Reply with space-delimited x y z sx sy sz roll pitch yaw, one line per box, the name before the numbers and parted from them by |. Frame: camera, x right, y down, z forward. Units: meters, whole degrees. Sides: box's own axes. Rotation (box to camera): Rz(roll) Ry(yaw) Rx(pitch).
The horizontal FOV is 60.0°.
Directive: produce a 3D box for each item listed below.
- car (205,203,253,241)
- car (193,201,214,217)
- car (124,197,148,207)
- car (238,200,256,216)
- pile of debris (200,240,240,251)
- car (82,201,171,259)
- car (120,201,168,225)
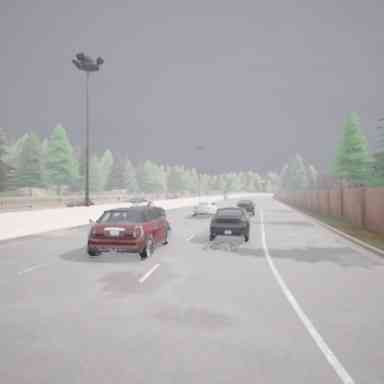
car | 2.017 1.529 16.967 1.837 1.490 4.892 0 0 10
car | 1.296 1.559 31.330 1.812 1.442 4.674 0 0 11
car | -8.753 1.554 52.571 2.033 1.411 5.357 0 0 12
car | 5.559 1.561 34.646 1.837 1.490 4.892 0 0 12
pile of debris | 1.218 2.193 13.756 1.500 0.140 1.860 0 0 10
car | -2.210 1.353 12.875 2.097 1.767 4.553 0 0 8
car | -3.483 1.498 25.277 2.128 1.511 4.902 0 0 11
